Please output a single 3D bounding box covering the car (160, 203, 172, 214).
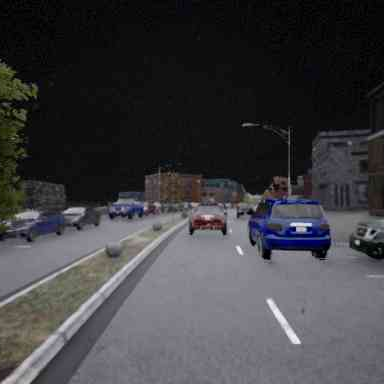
[{"bbox_3d":[-4.765,2.189,44.584,2.231,1.521,4.892,0,-2,11],"label":"car"}]

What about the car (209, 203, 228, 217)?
[{"bbox_3d":[3.116,2.034,38.325,1.837,1.490,4.892,0,-2,8],"label":"car"}]

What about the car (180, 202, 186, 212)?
[{"bbox_3d":[-2.655,2.581,55.312,2.163,1.488,4.792,0,-2,13],"label":"car"}]

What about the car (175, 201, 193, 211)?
[{"bbox_3d":[-1.383,2.616,60.899,2.185,1.767,4.553,0,-2,14],"label":"car"}]

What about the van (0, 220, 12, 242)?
[{"bbox_3d":[-8.459,1.295,11.312,1.878,1.987,4.442,0,-1,4],"label":"van"}]

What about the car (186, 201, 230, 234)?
[{"bbox_3d":[1.025,1.495,20.210,2.097,1.767,4.553,0,-1,4],"label":"car"}]

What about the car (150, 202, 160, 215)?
[{"bbox_3d":[-5.668,1.894,39.027,2.185,1.767,4.553,0,-2,9],"label":"car"}]

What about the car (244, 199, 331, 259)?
[{"bbox_3d":[3.517,1.280,12.962,2.150,2.045,5.566,0,0,3],"label":"car"}]

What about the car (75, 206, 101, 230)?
[{"bbox_3d":[-7.655,1.695,22.493,2.002,1.452,4.674,0,-1,5],"label":"car"}]

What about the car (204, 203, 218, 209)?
[{"bbox_3d":[4.711,3.498,82.161,2.231,1.521,4.892,-1,-2,18],"label":"car"}]

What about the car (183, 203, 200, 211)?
[{"bbox_3d":[-0.030,2.924,66.248,2.097,1.535,5.008,0,-2,15],"label":"car"}]

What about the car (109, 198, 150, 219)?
[{"bbox_3d":[-6.465,1.623,33.479,2.435,2.045,5.566,0,-2,8],"label":"car"}]

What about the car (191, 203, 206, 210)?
[{"bbox_3d":[1.444,3.147,71.592,2.002,1.452,4.674,0,-2,17],"label":"car"}]

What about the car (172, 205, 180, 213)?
[{"bbox_3d":[-3.777,2.407,49.911,2.002,1.452,4.674,0,-2,12],"label":"car"}]

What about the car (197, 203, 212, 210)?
[{"bbox_3d":[3.032,3.295,76.907,2.231,1.521,4.892,-1,-2,18],"label":"car"}]

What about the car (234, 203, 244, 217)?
[{"bbox_3d":[5.872,2.083,36.556,1.895,1.301,4.718,0,-2,8],"label":"car"}]

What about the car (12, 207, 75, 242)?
[{"bbox_3d":[-8.094,1.617,16.969,2.002,1.452,4.674,0,-1,4],"label":"car"}]

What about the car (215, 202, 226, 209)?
[{"bbox_3d":[8.055,3.799,92.575,2.185,1.767,4.553,-1,-2,18],"label":"car"}]
